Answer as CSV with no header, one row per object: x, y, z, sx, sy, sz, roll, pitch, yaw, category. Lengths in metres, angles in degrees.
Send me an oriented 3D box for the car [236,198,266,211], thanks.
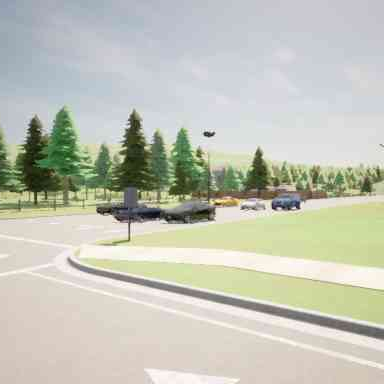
7.668,1.531,41.402,1.812,1.442,4.674,0,0,36,car

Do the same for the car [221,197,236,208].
5.176,1.485,49.840,1.882,1.535,5.008,0,0,36,car

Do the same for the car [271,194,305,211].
11.635,1.226,40.911,2.150,2.045,5.566,0,0,36,car

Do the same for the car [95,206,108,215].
-7.182,1.609,33.008,1.895,1.301,4.718,0,0,36,car

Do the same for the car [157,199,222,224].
-0.068,1.482,24.954,1.882,1.535,5.008,0,0,36,car

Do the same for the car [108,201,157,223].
-3.826,1.607,25.746,1.895,1.301,4.718,0,0,36,car
